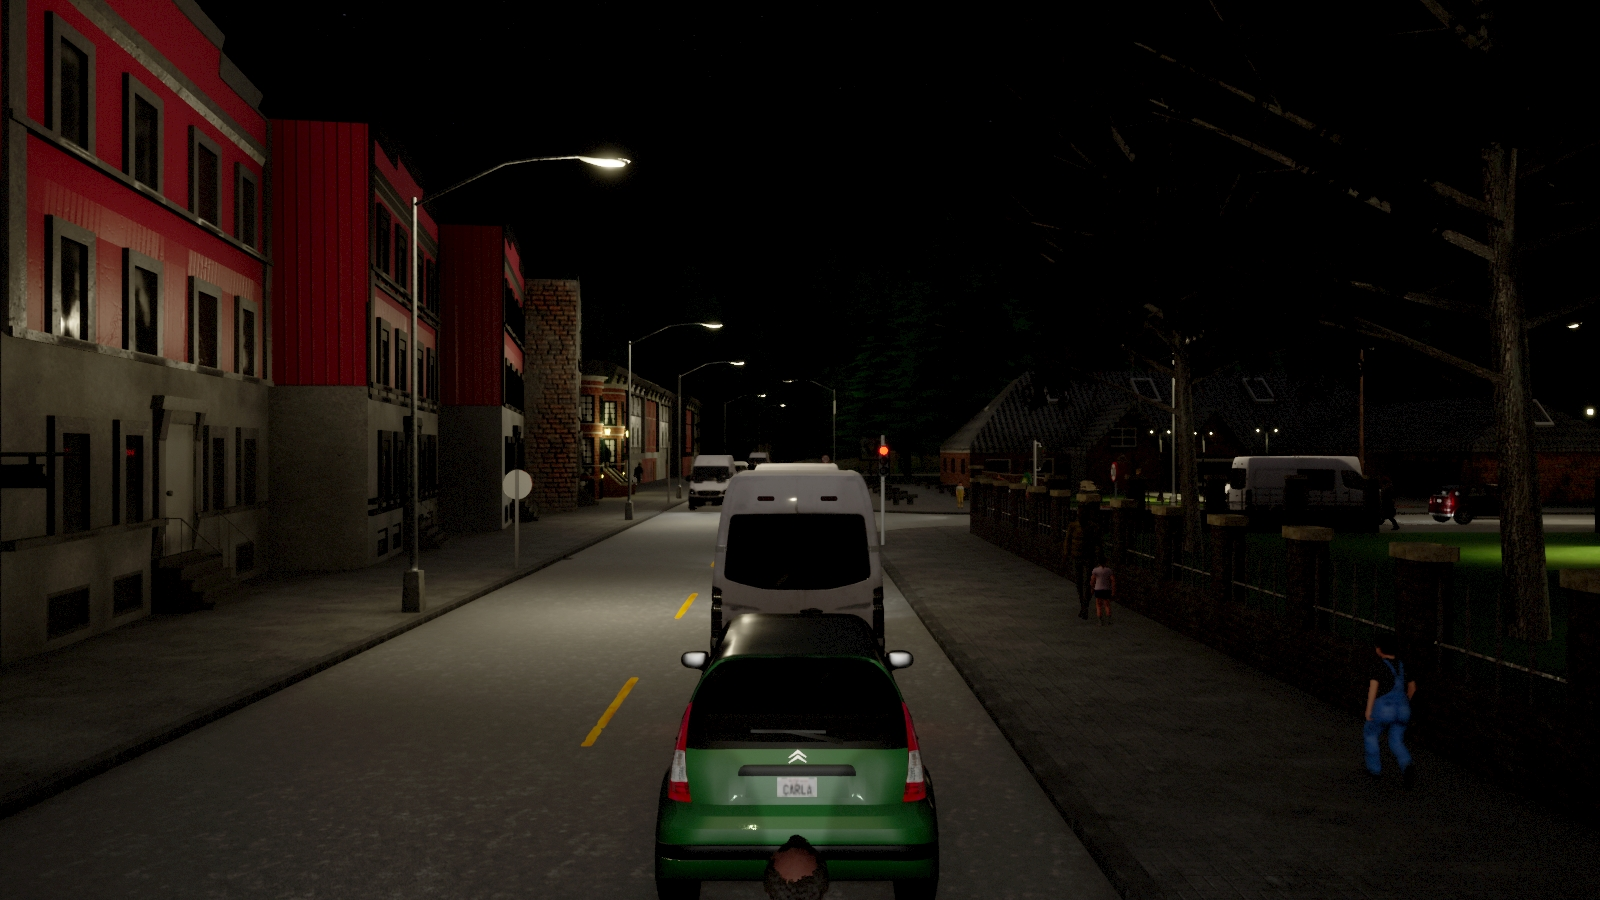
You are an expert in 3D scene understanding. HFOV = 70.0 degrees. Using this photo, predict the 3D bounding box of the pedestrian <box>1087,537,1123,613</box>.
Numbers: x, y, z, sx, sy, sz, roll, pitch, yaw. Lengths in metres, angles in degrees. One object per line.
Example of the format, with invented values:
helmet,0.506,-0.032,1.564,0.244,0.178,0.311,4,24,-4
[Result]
pedestrian,4.663,1.904,17.476,0.500,1.100,0.500,0,0,10

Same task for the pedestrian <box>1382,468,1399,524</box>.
pedestrian,19.680,1.525,38.091,0.375,1.860,0.375,0,0,0

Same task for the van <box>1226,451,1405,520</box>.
van,19.552,1.314,43.543,5.915,2.561,1.988,0,0,1

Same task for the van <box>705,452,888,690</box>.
van,-0.048,1.314,15.312,1.988,2.561,5.915,0,0,0

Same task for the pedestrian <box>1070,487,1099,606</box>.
pedestrian,4.541,1.525,18.209,0.375,1.860,0.375,0,0,28

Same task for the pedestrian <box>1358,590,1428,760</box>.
pedestrian,4.781,1.805,9.224,0.375,1.300,0.375,0,0,0

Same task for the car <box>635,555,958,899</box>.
car,-0.023,1.779,8.527,1.851,1.617,3.988,0,0,0
